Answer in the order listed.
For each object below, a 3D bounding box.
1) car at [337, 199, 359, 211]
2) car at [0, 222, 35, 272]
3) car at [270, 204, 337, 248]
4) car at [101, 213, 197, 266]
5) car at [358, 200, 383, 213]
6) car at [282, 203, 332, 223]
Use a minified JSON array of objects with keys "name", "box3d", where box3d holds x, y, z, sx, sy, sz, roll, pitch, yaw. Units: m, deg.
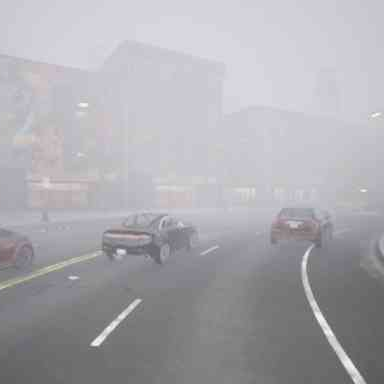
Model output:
[{"name":"car","box3d":[20.559,1.640,42.722,5.008,1.535,1.882,0,0,-30]},{"name":"car","box3d":[-5.945,1.504,8.238,1.994,1.385,4.181,0,0,13]},{"name":"car","box3d":[5.159,1.389,15.308,2.097,1.767,4.553,1,0,30]},{"name":"car","box3d":[-1.248,1.473,11.653,2.128,1.511,4.902,0,0,18]},{"name":"car","box3d":[22.340,1.744,39.714,4.181,1.385,1.994,1,0,-30]},{"name":"car","box3d":[9.386,1.633,26.981,4.181,1.385,1.994,0,0,-41]}]
